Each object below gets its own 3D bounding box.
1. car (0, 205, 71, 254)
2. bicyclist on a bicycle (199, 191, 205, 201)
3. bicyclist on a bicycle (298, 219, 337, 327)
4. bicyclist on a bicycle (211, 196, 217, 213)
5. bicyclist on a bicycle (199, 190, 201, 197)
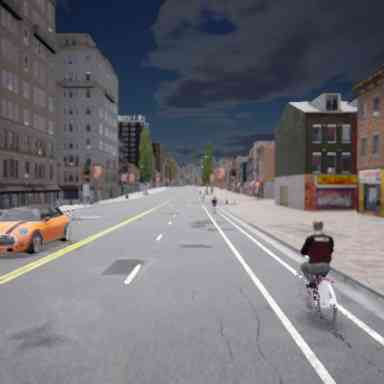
[{"bbox_3d":[-6.587,1.354,13.354,2.097,1.767,4.553,0,0,0],"label":"car"},{"bbox_3d":[2.350,1.121,68.394,0.866,1.612,1.509,1,0,0],"label":"bicyclist on a bicycle"},{"bbox_3d":[2.255,1.376,6.156,0.659,1.776,1.843,0,0,0],"label":"bicyclist on a bicycle"},{"bbox_3d":[2.288,1.310,34.118,0.659,1.776,1.843,0,0,0],"label":"bicyclist on a bicycle"},{"bbox_3d":[2.357,0.463,95.567,0.659,1.776,1.843,0,2,0],"label":"bicyclist on a bicycle"}]
